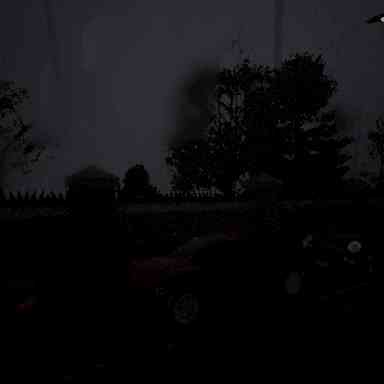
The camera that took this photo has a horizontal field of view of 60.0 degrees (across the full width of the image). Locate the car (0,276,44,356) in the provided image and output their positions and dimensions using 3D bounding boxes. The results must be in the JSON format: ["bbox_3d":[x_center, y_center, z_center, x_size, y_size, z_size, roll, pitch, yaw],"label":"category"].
[{"bbox_3d":[-3.962,1.581,3.733,4.206,1.307,1.802,0,0,-35],"label":"car"}]

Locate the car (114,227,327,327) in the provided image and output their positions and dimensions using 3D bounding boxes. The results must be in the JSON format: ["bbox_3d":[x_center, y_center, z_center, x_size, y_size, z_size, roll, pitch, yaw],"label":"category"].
[{"bbox_3d":[0.620,1.546,7.002,4.507,1.381,1.887,0,0,-35],"label":"car"}]

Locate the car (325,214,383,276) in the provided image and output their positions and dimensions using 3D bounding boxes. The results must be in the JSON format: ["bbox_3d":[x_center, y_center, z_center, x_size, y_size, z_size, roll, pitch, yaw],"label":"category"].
[{"bbox_3d":[5.203,1.448,10.270,4.097,1.590,1.967,0,0,-35],"label":"car"}]
